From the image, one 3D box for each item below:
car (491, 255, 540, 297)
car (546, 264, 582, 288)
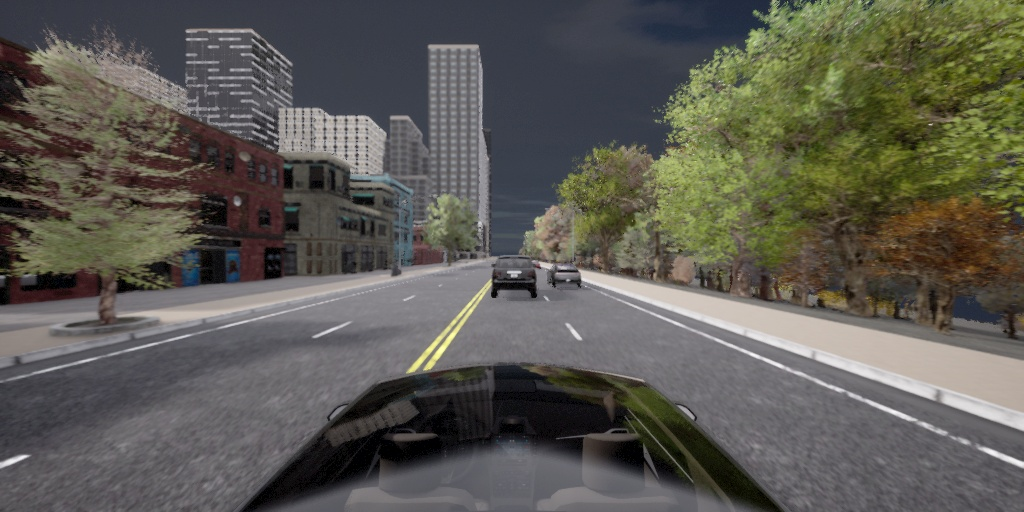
[{"bbox_3d":[0.102,0.977,18.916,2.150,2.045,5.566,0,0,0],"label":"car"},{"bbox_3d":[3.353,1.248,23.794,2.128,1.511,4.902,0,0,0],"label":"car"}]
